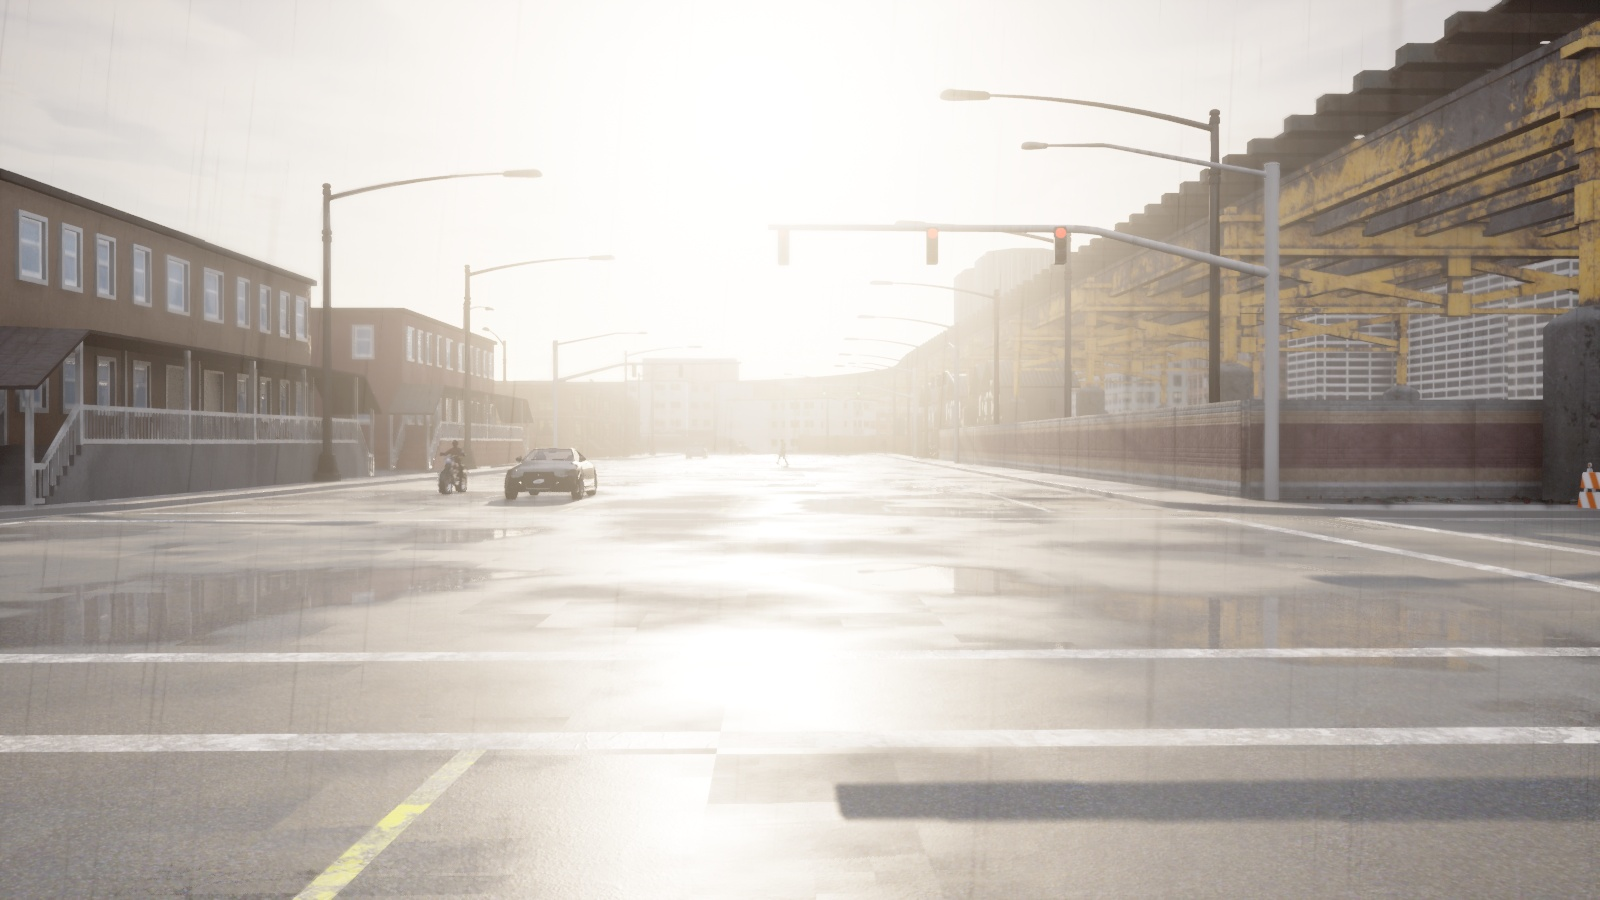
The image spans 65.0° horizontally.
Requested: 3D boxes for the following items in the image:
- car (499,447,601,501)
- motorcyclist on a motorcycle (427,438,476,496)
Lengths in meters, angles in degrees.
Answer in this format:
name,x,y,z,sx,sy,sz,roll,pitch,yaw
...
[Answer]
name,x,y,z,sx,sy,sz,roll,pitch,yaw
car,-6.793,0.610,34.588,1.994,1.385,4.181,0,0,0
motorcyclist on a motorcycle,-10.273,0.479,37.115,0.766,1.649,2.350,0,0,0
